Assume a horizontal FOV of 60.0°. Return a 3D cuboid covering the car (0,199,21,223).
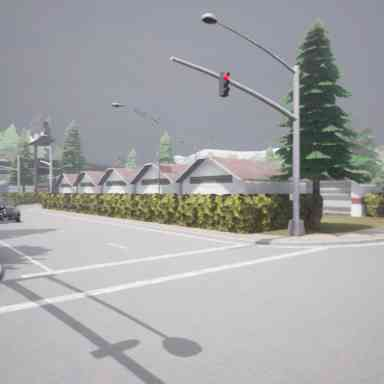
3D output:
[{"bbox_3d":[-14.114,1.292,24.428,2.097,1.767,4.553,0,0,-40],"label":"car"}]
